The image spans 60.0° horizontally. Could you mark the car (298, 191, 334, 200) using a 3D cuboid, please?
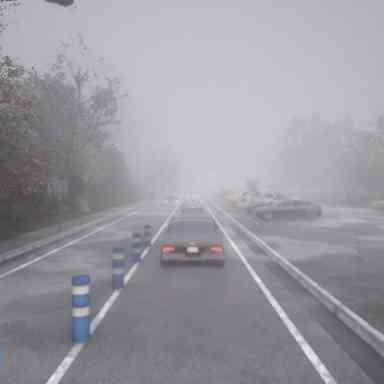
[{"bbox_3d":[20.127,0.573,54.136,5.008,1.535,2.097,0,1,0],"label":"car"}]

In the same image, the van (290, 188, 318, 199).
[{"bbox_3d":[20.051,0.268,59.673,4.442,1.987,1.878,0,1,0],"label":"van"}]

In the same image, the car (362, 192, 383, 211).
[{"bbox_3d":[19.756,1.023,31.992,5.366,1.575,1.946,0,1,0],"label":"car"}]

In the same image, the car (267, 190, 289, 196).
[{"bbox_3d":[20.323,0.254,79.064,4.674,1.452,2.002,0,1,0],"label":"car"}]

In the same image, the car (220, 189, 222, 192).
[{"bbox_3d":[6.992,0.667,48.757,4.892,1.521,2.231,0,1,0],"label":"car"}]

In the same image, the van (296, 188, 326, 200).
[{"bbox_3d":[20.261,0.308,56.901,4.442,1.987,1.878,0,1,0],"label":"van"}]

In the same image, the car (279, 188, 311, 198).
[{"bbox_3d":[20.184,0.162,65.211,5.566,2.045,2.435,0,1,0],"label":"car"}]

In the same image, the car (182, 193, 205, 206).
[{"bbox_3d":[0.074,1.030,30.645,1.812,1.442,4.674,0,1,0],"label":"car"}]

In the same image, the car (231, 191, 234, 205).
[{"bbox_3d":[6.891,0.968,34.891,4.892,1.521,2.231,0,1,0],"label":"car"}]

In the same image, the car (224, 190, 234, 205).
[{"bbox_3d":[6.722,0.899,37.667,5.366,1.575,1.946,0,1,0],"label":"car"}]

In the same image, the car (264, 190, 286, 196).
[{"bbox_3d":[20.343,0.174,81.834,5.008,1.535,2.097,0,1,0],"label":"car"}]

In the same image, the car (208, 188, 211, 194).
[{"bbox_3d":[7.039,0.254,76.517,5.366,1.575,1.946,0,1,0],"label":"car"}]

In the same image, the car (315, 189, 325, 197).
[{"bbox_3d":[20.084,0.741,45.960,4.792,1.488,2.163,0,1,0],"label":"car"}]

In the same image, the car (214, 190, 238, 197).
[{"bbox_3d":[7.186,0.338,70.964,4.892,1.521,2.231,0,1,0],"label":"car"}]

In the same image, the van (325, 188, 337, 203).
[{"bbox_3d":[20.150,0.544,43.184,4.442,1.987,1.878,0,1,0],"label":"van"}]

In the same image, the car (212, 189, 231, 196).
[{"bbox_3d":[7.238,0.052,82.065,4.553,1.767,2.185,0,1,0],"label":"car"}]

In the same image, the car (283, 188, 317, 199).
[{"bbox_3d":[20.162,0.202,62.441,5.566,2.045,2.435,0,1,0],"label":"car"}]

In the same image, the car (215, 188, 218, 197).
[{"bbox_3d":[7.060,0.527,59.861,4.792,1.488,2.163,0,1,0],"label":"car"}]

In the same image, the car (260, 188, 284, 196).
[{"bbox_3d":[20.343,-0.119,84.725,5.566,2.045,2.435,0,1,0],"label":"car"}]

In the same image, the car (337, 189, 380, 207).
[{"bbox_3d":[20.015,0.647,37.522,5.566,2.045,2.435,0,1,0],"label":"car"}]

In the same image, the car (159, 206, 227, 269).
[{"bbox_3d":[0.035,1.419,10.685,2.033,1.411,5.357,0,1,0],"label":"car"}]

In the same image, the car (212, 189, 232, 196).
[{"bbox_3d":[7.216,0.092,79.290,4.553,1.767,2.185,0,1,0],"label":"car"}]

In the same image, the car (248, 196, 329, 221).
[{"bbox_3d":[6.765,1.253,23.790,4.792,1.488,2.163,0,1,0],"label":"car"}]

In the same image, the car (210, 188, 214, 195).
[{"bbox_3d":[6.971,0.374,68.190,5.366,1.575,1.946,0,1,0],"label":"car"}]

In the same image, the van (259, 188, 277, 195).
[{"bbox_3d":[20.532,-0.171,90.139,4.442,1.987,1.878,0,1,0],"label":"van"}]

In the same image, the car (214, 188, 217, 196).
[{"bbox_3d":[7.082,0.487,62.637,4.792,1.488,2.163,0,1,0],"label":"car"}]

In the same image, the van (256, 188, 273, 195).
[{"bbox_3d":[20.323,-0.213,93.044,4.442,1.987,1.878,0,0,0],"label":"van"}]

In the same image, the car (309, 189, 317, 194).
[{"bbox_3d":[20.106,0.691,48.599,4.792,1.488,2.163,0,1,0],"label":"car"}]

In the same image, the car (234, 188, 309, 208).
[{"bbox_3d":[6.868,0.844,29.334,5.566,2.045,2.435,0,1,0],"label":"car"}]

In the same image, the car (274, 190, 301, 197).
[{"bbox_3d":[20.252,0.334,70.755,5.008,1.535,2.097,0,1,0],"label":"car"}]

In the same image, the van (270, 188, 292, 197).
[{"bbox_3d":[20.421,0.026,76.415,4.442,1.987,1.878,0,1,0],"label":"van"}]

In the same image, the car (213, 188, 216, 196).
[{"bbox_3d":[7.105,0.447,65.413,4.792,1.488,2.163,0,1,0],"label":"car"}]

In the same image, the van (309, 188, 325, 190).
[{"bbox_3d":[19.991,0.390,51.348,4.442,1.987,1.878,0,1,0],"label":"van"}]

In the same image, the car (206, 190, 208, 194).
[{"bbox_3d":[7.389,-0.234,93.166,5.566,2.045,2.435,0,1,0],"label":"car"}]

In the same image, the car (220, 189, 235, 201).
[{"bbox_3d":[6.769,0.771,43.339,5.366,1.575,1.946,0,1,0],"label":"car"}]

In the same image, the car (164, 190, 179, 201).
[{"bbox_3d":[-3.267,0.471,52.994,2.097,1.767,4.553,0,1,1],"label":"car"}]

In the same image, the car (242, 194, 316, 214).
[{"bbox_3d":[6.823,1.159,26.565,5.008,1.535,2.097,0,1,0],"label":"car"}]

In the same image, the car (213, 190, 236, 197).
[{"bbox_3d":[7.196,0.298,73.740,4.892,1.521,2.231,0,1,0],"label":"car"}]

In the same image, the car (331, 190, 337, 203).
[{"bbox_3d":[19.981,0.864,40.297,4.792,1.488,2.163,0,1,0],"label":"car"}]

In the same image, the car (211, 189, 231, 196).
[{"bbox_3d":[7.287,0.137,84.843,5.008,1.535,2.097,0,1,0],"label":"car"}]

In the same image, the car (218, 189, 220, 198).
[{"bbox_3d":[7.073,0.607,54.309,4.792,1.488,2.163,0,1,0],"label":"car"}]

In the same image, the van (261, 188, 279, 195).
[{"bbox_3d":[20.511,-0.133,87.495,4.442,1.987,1.878,0,1,0],"label":"van"}]
